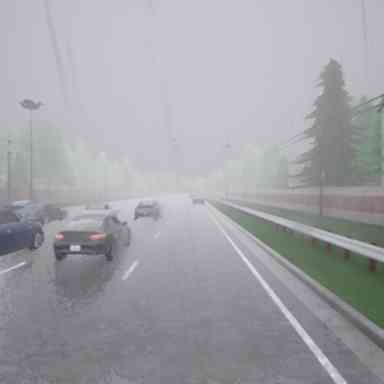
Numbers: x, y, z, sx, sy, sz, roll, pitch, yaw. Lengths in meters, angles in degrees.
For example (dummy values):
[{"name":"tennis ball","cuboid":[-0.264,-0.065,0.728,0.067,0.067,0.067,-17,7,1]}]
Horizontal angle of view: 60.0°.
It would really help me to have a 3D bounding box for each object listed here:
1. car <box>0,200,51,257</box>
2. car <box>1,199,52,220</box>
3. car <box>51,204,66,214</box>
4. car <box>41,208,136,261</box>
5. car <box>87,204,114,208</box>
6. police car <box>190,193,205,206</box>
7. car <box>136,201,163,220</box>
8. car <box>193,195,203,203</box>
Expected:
[{"name":"car","cuboid":[-6.934,1.324,11.346,2.097,1.767,4.553,0,0,0]},{"name":"car","cuboid":[-13.919,1.407,28.396,1.882,1.535,5.008,0,0,0]},{"name":"car","cuboid":[-10.455,1.490,23.114,2.033,1.411,5.357,0,0,1]},{"name":"car","cuboid":[-3.427,1.497,12.076,1.812,1.442,4.674,0,0,0]},{"name":"car","cuboid":[-6.935,1.538,25.405,1.895,1.301,4.718,0,0,0]},{"name":"police car","cuboid":[1.060,1.292,53.641,1.930,1.638,5.238,0,0,0]},{"name":"car","cuboid":[-3.427,1.426,26.868,2.128,1.511,4.902,0,0,0]},{"name":"car","cuboid":[1.062,1.369,63.531,1.812,1.442,4.674,0,0,0]}]
